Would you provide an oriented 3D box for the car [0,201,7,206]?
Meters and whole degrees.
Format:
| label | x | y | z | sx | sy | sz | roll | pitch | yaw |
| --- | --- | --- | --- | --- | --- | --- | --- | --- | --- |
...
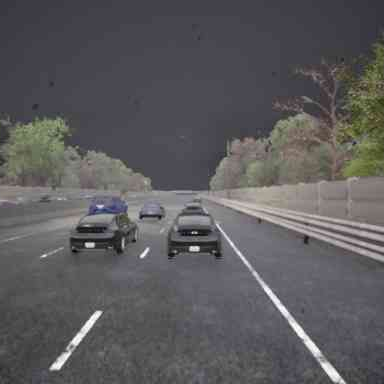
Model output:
| label | x | y | z | sx | sy | sz | roll | pitch | yaw |
| --- | --- | --- | --- | --- | --- | --- | --- | --- | --- |
| car | -21.115 | 1.650 | 36.237 | 2.033 | 1.411 | 5.357 | 0 | 0 | 0 |

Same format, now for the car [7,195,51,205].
| label | x | y | z | sx | sy | sz | roll | pitch | yaw |
| --- | --- | --- | --- | --- | --- | --- | --- | --- | --- |
| car | -17.613 | 1.325 | 36.883 | 2.150 | 2.045 | 5.566 | 0 | 0 | 0 |

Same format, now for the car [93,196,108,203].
| label | x | y | z | sx | sy | sz | roll | pitch | yaw |
| --- | --- | --- | --- | --- | --- | --- | --- | --- | --- |
| car | -21.045 | 1.714 | 76.777 | 2.128 | 1.511 | 4.902 | 0 | 0 | 0 |

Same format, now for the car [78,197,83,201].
| label | x | y | z | sx | sy | sz | roll | pitch | yaw |
| --- | --- | --- | --- | --- | --- | --- | --- | --- | --- |
| car | -24.545 | 1.727 | 76.358 | 2.033 | 1.411 | 5.357 | 0 | 0 | 0 |

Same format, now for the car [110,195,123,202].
| label | x | y | z | sx | sy | sz | roll | pitch | yaw |
| --- | --- | --- | --- | --- | --- | --- | --- | --- | --- |
| car | -17.546 | 1.513 | 77.598 | 1.882 | 1.535 | 5.008 | 0 | 0 | 0 |

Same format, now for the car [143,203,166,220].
| label | x | y | z | sx | sy | sz | roll | pitch | yaw |
| --- | --- | --- | --- | --- | --- | --- | --- | --- | --- |
| car | -3.424 | 1.644 | 29.266 | 1.994 | 1.385 | 4.181 | 0 | 0 | 0 |

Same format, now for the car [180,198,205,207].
| label | x | y | z | sx | sy | sz | roll | pitch | yaw |
| --- | --- | --- | --- | --- | --- | --- | --- | --- | --- |
| car | 0.076 | 1.583 | 28.863 | 1.837 | 1.490 | 4.892 | 0 | 0 | 0 |

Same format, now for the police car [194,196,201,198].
| label | x | y | z | sx | sy | sz | roll | pitch | yaw |
| --- | --- | --- | --- | --- | --- | --- | --- | --- | --- |
| police car | 1.182 | 1.665 | 72.790 | 1.930 | 1.638 | 5.238 | 0 | 0 | 0 |

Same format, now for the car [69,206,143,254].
| label | x | y | z | sx | sy | sz | roll | pitch | yaw |
| --- | --- | --- | --- | --- | --- | --- | --- | --- | --- |
| car | -3.415 | 1.537 | 13.564 | 1.837 | 1.490 | 4.892 | 0 | 0 | 0 |

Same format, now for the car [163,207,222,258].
| label | x | y | z | sx | sy | sz | roll | pitch | yaw |
| --- | --- | --- | --- | --- | --- | --- | --- | --- | --- |
| car | 0.084 | 1.535 | 12.815 | 1.837 | 1.490 | 4.892 | 0 | 0 | 0 |

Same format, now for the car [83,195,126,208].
| label | x | y | z | sx | sy | sz | roll | pitch | yaw |
| --- | --- | --- | --- | --- | --- | --- | --- | --- | --- |
| car | -6.921 | 1.297 | 27.806 | 2.150 | 2.045 | 5.566 | 0 | 0 | 0 |
